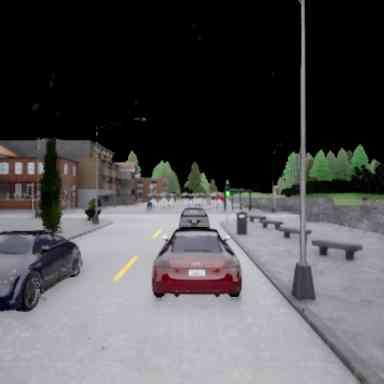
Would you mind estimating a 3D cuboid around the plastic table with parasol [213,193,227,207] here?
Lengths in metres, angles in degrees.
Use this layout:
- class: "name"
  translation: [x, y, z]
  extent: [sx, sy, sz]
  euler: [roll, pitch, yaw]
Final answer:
- class: "plastic table with parasol"
  translation: [5.075, 1.383, 60.884]
  extent: [2.482, 2.480, 2.482]
  euler: [0, 0, 0]

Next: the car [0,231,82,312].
- class: "car"
  translation: [-4.080, 1.623, 7.714]
  extent: [1.994, 1.385, 4.181]
  euler: [0, 0, 0]

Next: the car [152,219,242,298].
- class: "car"
  translation: [0.111, 1.629, 8.746]
  extent: [1.994, 1.385, 4.181]
  euler: [0, -1, 0]

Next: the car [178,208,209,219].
- class: "car"
  translation: [0.106, 1.705, 20.956]
  extent: [2.033, 1.411, 5.357]
  euler: [0, 0, -1]
